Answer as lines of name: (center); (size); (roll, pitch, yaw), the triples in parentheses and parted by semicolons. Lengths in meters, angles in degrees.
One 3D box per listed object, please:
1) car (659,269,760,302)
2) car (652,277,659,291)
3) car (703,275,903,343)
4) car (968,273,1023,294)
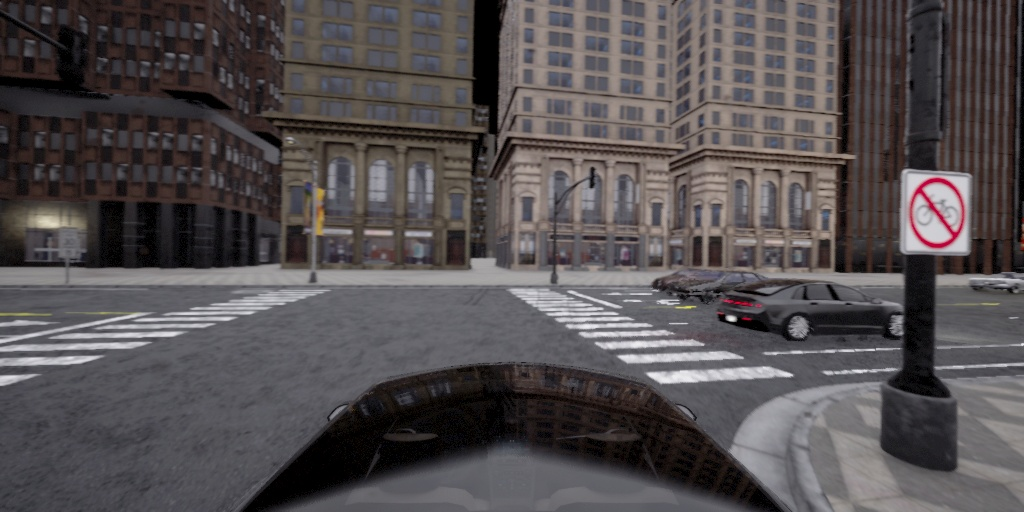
car: (9.978, 1.382, 16.564); (5.357, 1.411, 2.033); (1, 0, -9)
car: (9.992, 1.396, 19.856); (4.181, 1.385, 1.994); (1, 0, -9)
car: (7.990, 1.385, 9.558); (4.892, 1.490, 1.837); (1, 0, -9)
car: (32.866, 1.750, 23.513); (4.718, 1.301, 1.895); (1, 0, -9)
